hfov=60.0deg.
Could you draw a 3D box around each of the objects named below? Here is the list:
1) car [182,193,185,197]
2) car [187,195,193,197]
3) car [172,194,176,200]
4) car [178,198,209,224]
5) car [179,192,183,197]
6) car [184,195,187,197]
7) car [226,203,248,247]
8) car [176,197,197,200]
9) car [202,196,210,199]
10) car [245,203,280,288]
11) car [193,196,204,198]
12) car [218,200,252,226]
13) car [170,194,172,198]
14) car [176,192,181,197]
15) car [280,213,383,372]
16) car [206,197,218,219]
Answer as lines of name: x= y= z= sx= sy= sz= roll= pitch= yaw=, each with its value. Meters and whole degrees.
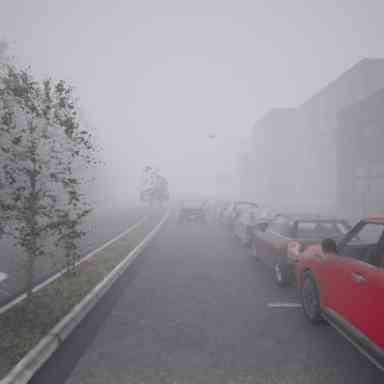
car: x=-0.401 y=1.451 z=70.597 sx=2.097 sy=1.535 sz=5.008 roll=0 pitch=0 yaw=-7
car: x=0.855 y=1.473 z=59.538 sx=2.231 sy=1.521 sz=4.892 roll=0 pitch=0 yaw=-5
car: x=-2.945 y=1.137 z=87.128 sx=2.435 sy=2.045 sz=5.566 roll=0 pitch=0 yaw=-10
car: x=-0.028 y=1.491 z=24.965 sx=1.882 sy=1.535 sz=5.008 roll=0 pitch=0 yaw=-1
car: x=-1.174 y=1.432 z=76.299 sx=1.946 sy=1.575 sz=5.366 roll=0 pitch=0 yaw=-8
car: x=0.254 y=1.462 z=65.068 sx=2.097 sy=1.535 sz=5.008 roll=0 pitch=0 yaw=-6
car: x=3.054 y=1.494 z=14.999 sx=2.231 sy=1.521 sz=4.892 roll=0 pitch=0 yaw=0
car: x=-0.776 y=1.606 z=42.799 sx=1.895 sy=1.301 sz=4.718 roll=0 pitch=0 yaw=-4
car: x=2.525 y=1.535 z=37.354 sx=2.002 sy=1.452 sz=4.674 roll=0 pitch=0 yaw=-3
car: x=3.052 y=1.364 z=9.427 sx=2.185 sy=1.767 sz=4.553 roll=0 pitch=0 yaw=0
car: x=1.844 y=1.362 z=48.436 sx=2.185 sy=1.767 sz=4.553 roll=0 pitch=0 yaw=-4
car: x=3.056 y=1.370 z=20.526 sx=2.185 sy=1.767 sz=4.553 roll=1 pitch=0 yaw=0
car: x=-3.970 y=1.358 z=92.582 sx=2.231 sy=1.521 sz=4.892 roll=0 pitch=0 yaw=-11
car: x=-2.020 y=1.411 z=81.799 sx=1.946 sy=1.575 sz=5.366 roll=0 pitch=0 yaw=-9
car: x=3.051 y=1.234 z=3.941 sx=2.435 sy=2.045 sz=5.566 roll=0 pitch=0 yaw=0
car: x=2.766 y=1.527 z=31.830 sx=2.163 sy=1.488 sz=4.792 roll=0 pitch=0 yaw=-2
